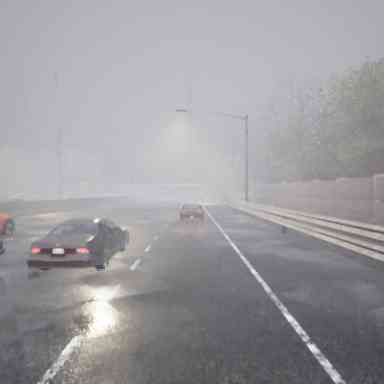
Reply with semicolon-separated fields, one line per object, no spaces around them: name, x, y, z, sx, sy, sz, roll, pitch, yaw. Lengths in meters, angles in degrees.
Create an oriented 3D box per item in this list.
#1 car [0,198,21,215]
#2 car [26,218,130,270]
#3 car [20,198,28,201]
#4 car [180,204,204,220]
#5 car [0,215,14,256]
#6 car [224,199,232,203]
car;-10.406;1.360;15.680;2.097;1.767;4.553;0;0;0
car;-3.406;1.551;10.986;2.033;1.411;5.357;0;0;0
car;-24.520;1.552;46.058;1.882;1.535;5.008;0;0;0
car;-0.014;1.625;27.963;1.895;1.301;4.718;0;0;0
car;-6.905;1.550;8.266;2.033;1.411;5.357;0;0;0
car;9.706;2.226;89.094;1.812;1.442;4.674;0;-1;27
